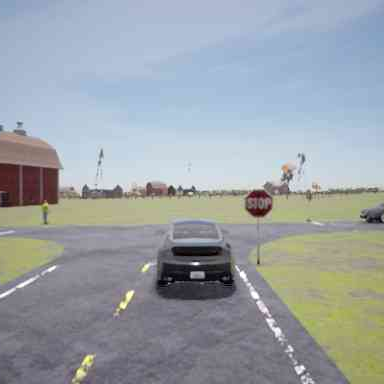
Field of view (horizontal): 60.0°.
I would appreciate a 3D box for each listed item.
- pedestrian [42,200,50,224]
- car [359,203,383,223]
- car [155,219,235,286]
[{"bbox_3d":[-11.203,1.521,25.449,0.375,1.860,0.375,0,0,4],"label":"pedestrian"},{"bbox_3d":[13.897,1.291,22.494,4.892,1.490,1.837,-1,-1,-4],"label":"car"},{"bbox_3d":[0.020,1.518,9.479,1.837,1.490,4.892,0,0,-2],"label":"car"}]
